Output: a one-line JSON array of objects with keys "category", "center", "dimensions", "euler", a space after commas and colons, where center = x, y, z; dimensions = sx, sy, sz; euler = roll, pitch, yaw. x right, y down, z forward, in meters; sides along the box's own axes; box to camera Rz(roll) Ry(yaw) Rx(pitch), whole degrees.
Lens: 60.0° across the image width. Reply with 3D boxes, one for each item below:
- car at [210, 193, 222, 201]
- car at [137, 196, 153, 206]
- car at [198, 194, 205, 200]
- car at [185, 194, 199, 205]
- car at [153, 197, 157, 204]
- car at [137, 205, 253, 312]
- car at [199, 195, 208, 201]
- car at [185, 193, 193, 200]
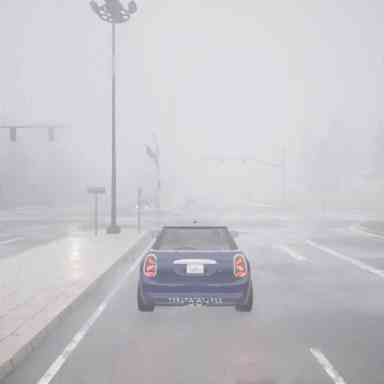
[{"category": "car", "center": [6.341, 1.224, 85.001], "dimensions": [2.150, 2.045, 5.566], "euler": [0, 0, -1]}, {"category": "car", "center": [-8.293, 1.511, 57.050], "dimensions": [1.837, 1.490, 4.892], "euler": [0, 0, -1]}, {"category": "car", "center": [2.670, 1.452, 95.596], "dimensions": [1.882, 1.535, 5.008], "euler": [0, 0, -1]}, {"category": "car", "center": [-0.171, 1.531, 54.709], "dimensions": [1.812, 1.442, 4.674], "euler": [0, 0, -1]}, {"category": "car", "center": [-8.383, 1.512, 66.259], "dimensions": [1.837, 1.490, 4.892], "euler": [0, 0, 0]}, {"category": "car", "center": [0.069, 1.353, 7.890], "dimensions": [2.097, 1.767, 4.553], "euler": [0, 0, 0]}, {"category": "car", "center": [2.836, 1.522, 85.272], "dimensions": [1.812, 1.442, 4.674], "euler": [0, 0, -1]}, {"category": "car", "center": [-0.830, 1.199, 95.569], "dimensions": [2.150, 2.045, 5.566], "euler": [0, 0, -1]}]
